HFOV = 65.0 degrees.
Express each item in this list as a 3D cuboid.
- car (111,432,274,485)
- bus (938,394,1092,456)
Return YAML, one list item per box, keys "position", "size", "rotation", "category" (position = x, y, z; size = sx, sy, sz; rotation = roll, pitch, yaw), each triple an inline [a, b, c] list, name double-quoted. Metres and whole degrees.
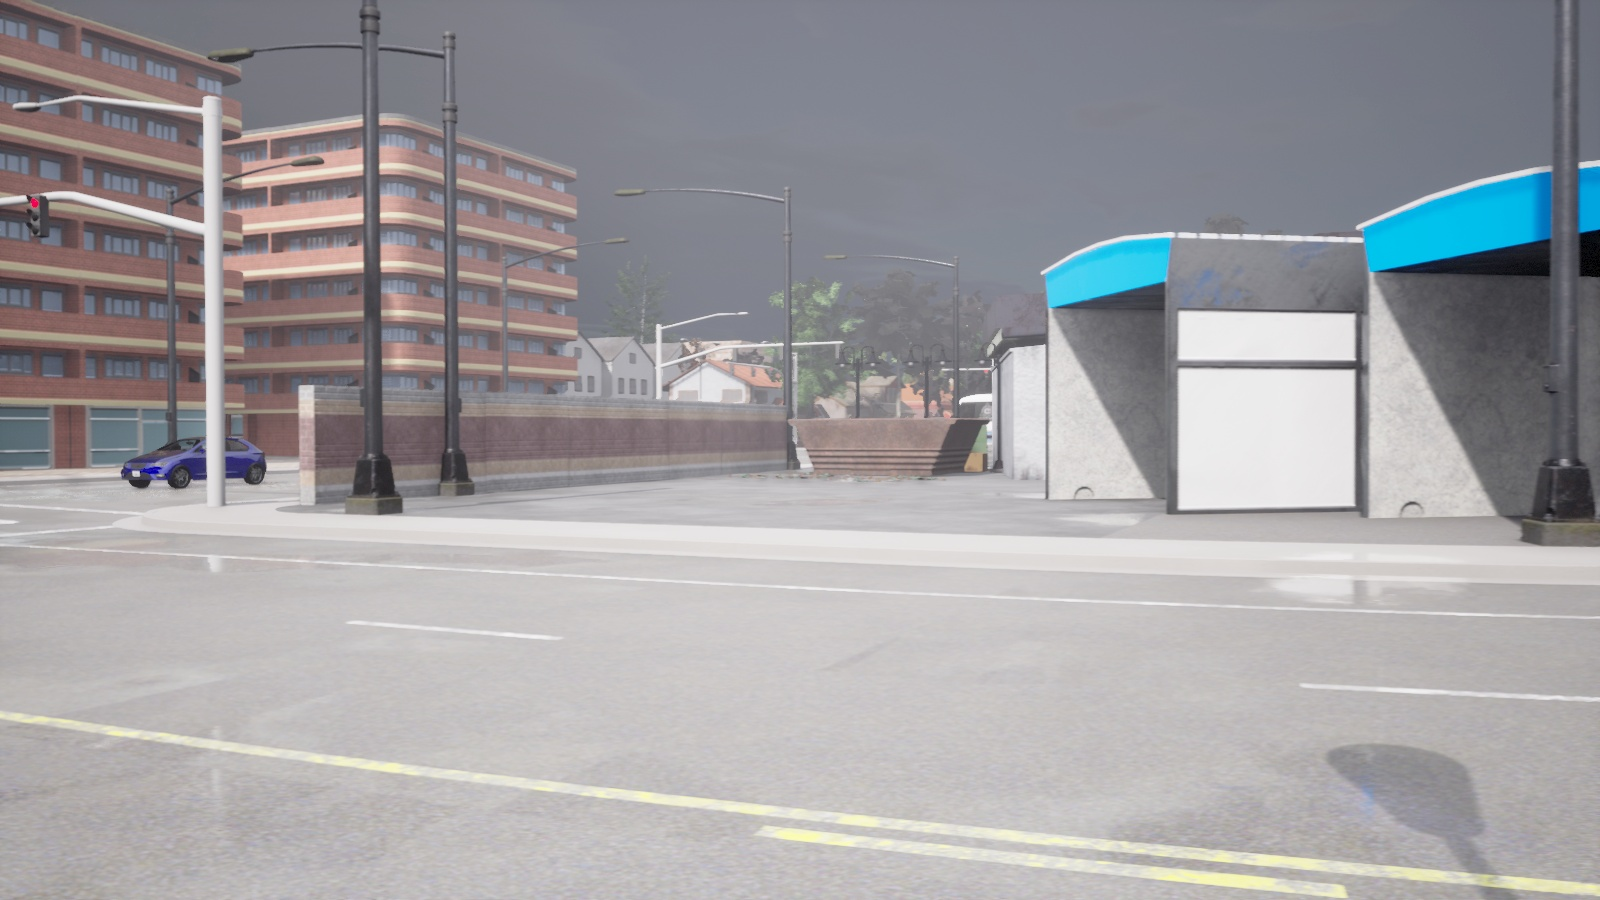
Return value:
- position: [-17.790, 0.206, 37.012]
  size: [1.816, 1.474, 4.193]
  rotation: [1, 1, 22]
  category: "car"
- position: [15.568, -1.877, 91.396]
  size: [10.273, 4.253, 3.944]
  rotation: [1, 3, 33]
  category: "bus"
